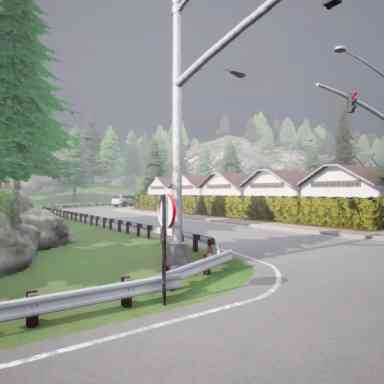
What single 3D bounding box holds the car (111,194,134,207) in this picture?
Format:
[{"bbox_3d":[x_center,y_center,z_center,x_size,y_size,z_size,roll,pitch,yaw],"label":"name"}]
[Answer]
[{"bbox_3d":[-10.454,1.398,53.907,2.150,2.045,5.566,0,0,36],"label":"car"}]
